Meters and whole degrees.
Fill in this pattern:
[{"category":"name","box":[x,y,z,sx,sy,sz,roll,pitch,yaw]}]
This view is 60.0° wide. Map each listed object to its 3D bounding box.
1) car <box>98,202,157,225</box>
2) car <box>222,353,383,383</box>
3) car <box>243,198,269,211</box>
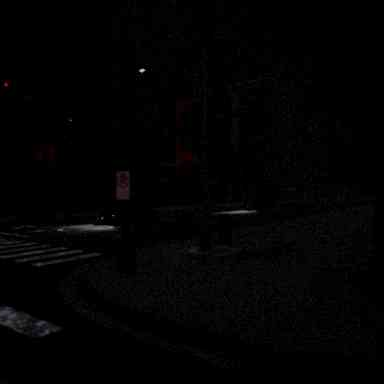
[{"category":"car","box":[-4.654,1.526,24.430,1.837,1.490,4.892,0,0,35]},{"category":"car","box":[1.973,1.551,1.438,4.403,1.369,2.008,0,0,36]},{"category":"car","box":[8.243,1.558,42.668,2.128,1.511,4.902,0,0,35]}]
